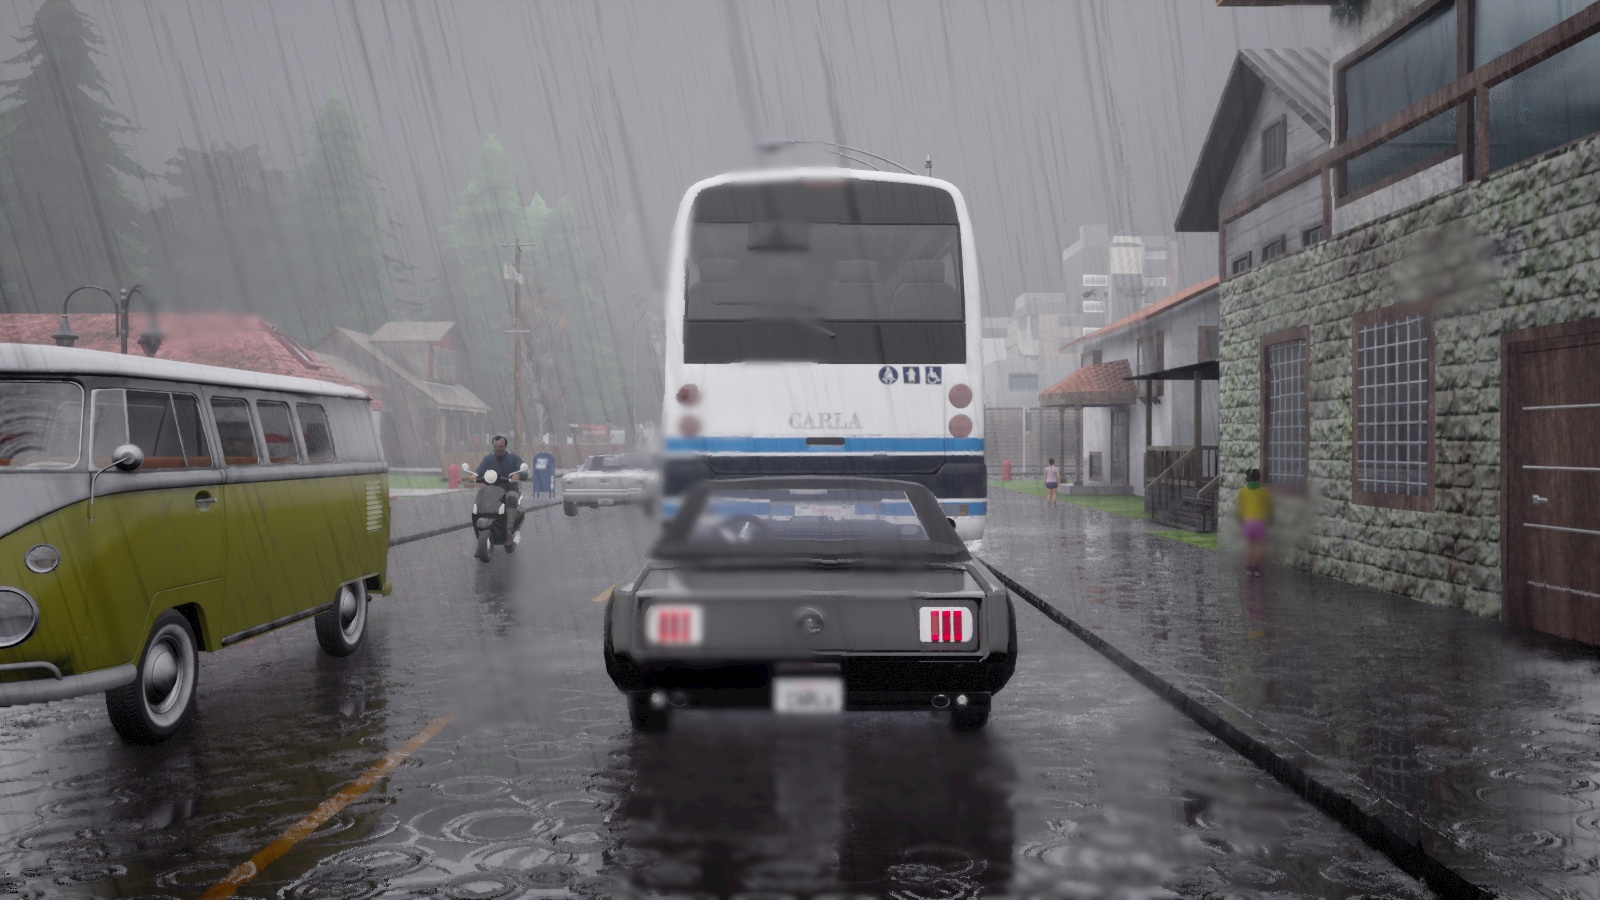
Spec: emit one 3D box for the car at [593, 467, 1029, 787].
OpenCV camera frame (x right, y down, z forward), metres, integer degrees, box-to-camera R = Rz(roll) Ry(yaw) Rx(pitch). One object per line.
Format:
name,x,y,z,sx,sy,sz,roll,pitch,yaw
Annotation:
car,0.053,0.803,7.818,1.895,1.301,4.718,0,0,0

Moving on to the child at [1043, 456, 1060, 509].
child,5.342,0.690,26.681,0.255,1.110,0.394,0,0,26

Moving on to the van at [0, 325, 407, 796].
van,-3.948,0.454,7.526,1.775,1.987,4.442,0,0,0

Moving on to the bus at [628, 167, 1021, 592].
bus,0.139,-0.730,17.748,3.944,4.253,10.273,0,0,-1

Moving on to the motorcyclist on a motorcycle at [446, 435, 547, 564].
motorcyclist on a motorcycle,-3.907,0.605,16.322,0.866,1.590,1.817,0,0,0

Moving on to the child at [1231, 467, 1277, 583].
child,4.713,0.766,13.027,0.299,1.160,0.473,0,0,40

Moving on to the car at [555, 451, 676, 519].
car,-3.857,0.691,27.056,1.895,1.301,4.718,0,0,0
